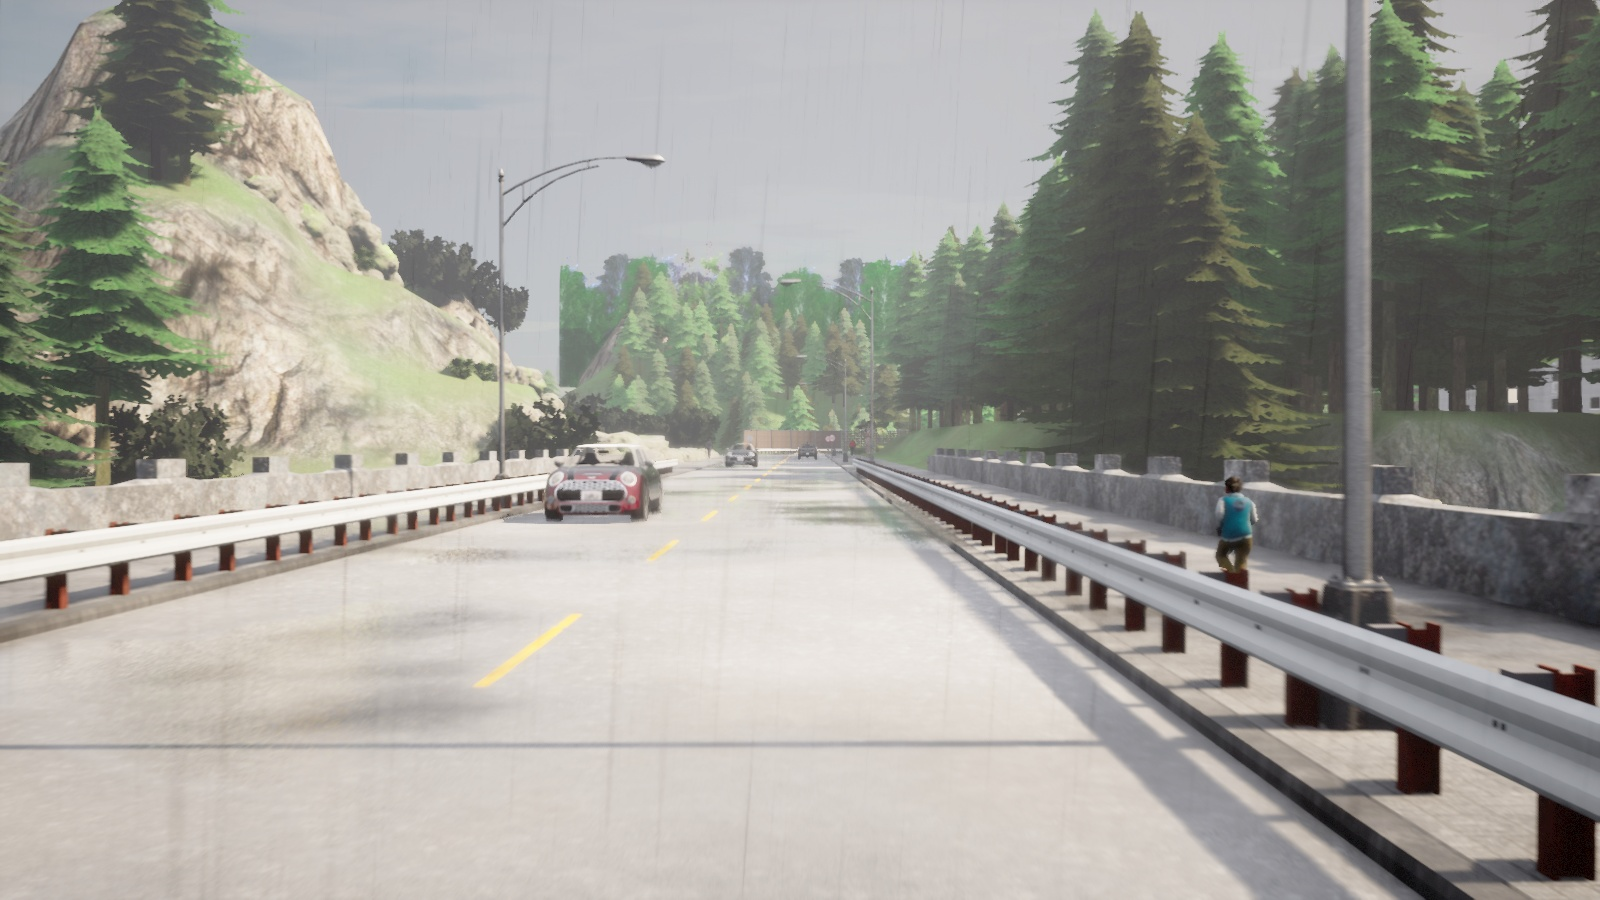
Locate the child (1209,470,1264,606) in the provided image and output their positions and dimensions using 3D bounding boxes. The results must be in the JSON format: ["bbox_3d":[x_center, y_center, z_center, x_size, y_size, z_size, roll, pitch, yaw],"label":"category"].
[{"bbox_3d":[3.909,0.776,11.259,0.343,1.192,0.448,0,0,1],"label":"child"}]

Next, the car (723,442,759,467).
[{"bbox_3d":[-3.532,0.280,76.053,1.970,1.475,3.806,0,0,0],"label":"car"}]

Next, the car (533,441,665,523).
[{"bbox_3d":[-3.839,0.570,24.603,1.970,1.475,3.806,0,0,0],"label":"car"}]
